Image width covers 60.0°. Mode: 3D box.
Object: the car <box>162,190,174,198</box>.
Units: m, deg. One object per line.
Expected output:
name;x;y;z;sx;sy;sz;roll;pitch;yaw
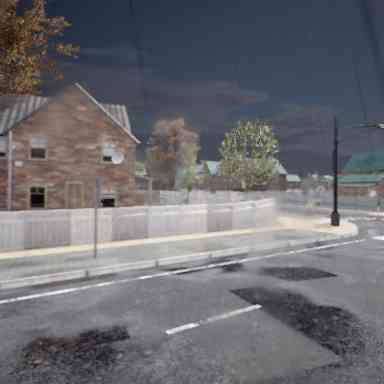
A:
car;-4.683;0.417;62.857;1.812;1.442;4.674;1;1;-20
